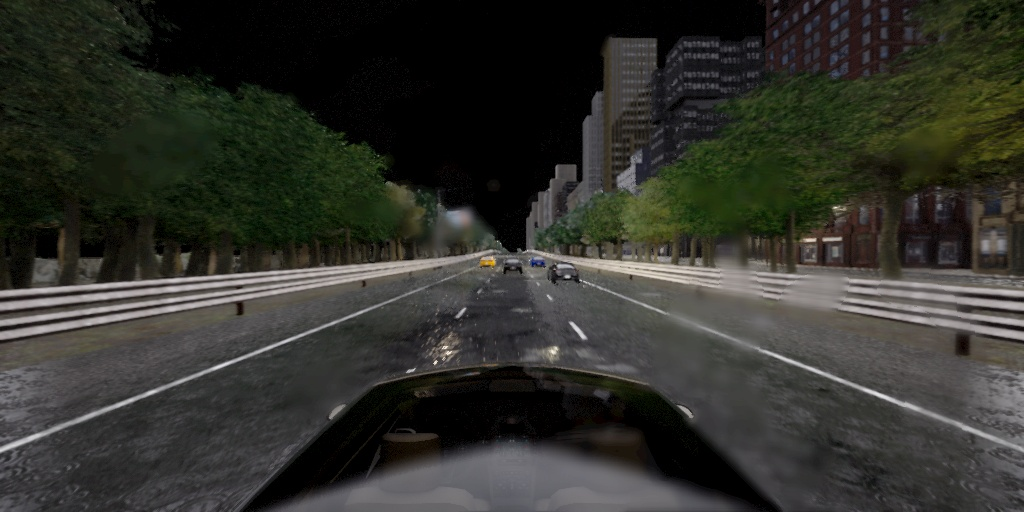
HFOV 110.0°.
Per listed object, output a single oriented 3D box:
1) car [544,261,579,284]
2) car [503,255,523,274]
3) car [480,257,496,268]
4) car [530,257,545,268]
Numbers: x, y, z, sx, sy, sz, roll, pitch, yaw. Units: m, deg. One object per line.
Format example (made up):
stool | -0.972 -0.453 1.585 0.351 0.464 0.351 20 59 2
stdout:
car | 3.603 1.144 25.565 1.812 1.442 4.674 0 0 0
car | 0.103 0.992 37.725 1.882 1.535 5.008 0 1 0
car | -3.398 0.825 50.799 1.882 1.535 5.008 0 1 0
car | 3.604 0.826 50.807 1.882 1.535 5.008 0 1 0
